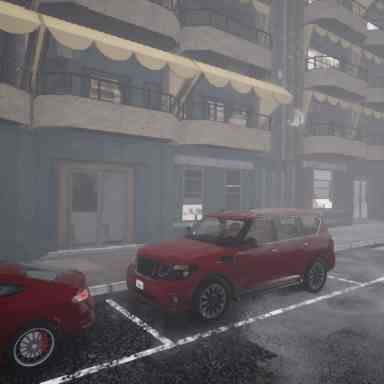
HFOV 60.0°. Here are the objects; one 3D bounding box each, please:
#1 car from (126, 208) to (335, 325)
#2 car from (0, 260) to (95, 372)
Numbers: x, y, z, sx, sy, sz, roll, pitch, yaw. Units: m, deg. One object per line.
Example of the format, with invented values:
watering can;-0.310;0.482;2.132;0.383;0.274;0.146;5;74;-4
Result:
car;1.124;1.318;7.341;5.009;1.841;2.192;0;1;-35
car;-3.374;1.582;4.137;4.206;1.307;1.802;0;1;-35
